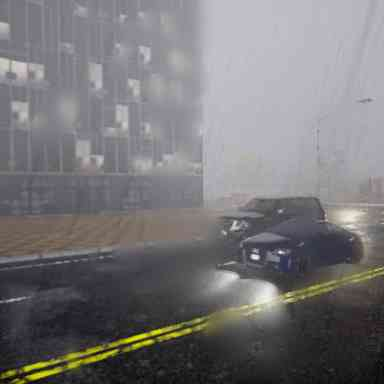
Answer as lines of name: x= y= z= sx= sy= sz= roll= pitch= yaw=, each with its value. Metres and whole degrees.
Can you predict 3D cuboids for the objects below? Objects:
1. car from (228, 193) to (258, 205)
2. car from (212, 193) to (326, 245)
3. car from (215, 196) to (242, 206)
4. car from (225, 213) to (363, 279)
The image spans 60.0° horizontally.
car: x=9.042 y=1.163 z=59.400 sx=2.150 sy=2.045 sz=5.566 roll=-1 pitch=1 yaw=-32
car: x=3.456 y=1.192 z=14.130 sx=5.566 sy=2.045 sz=2.150 roll=0 pitch=0 yaw=-35
car: x=6.258 y=1.505 z=57.713 sx=1.837 sy=1.490 sz=4.892 roll=-1 pitch=1 yaw=-33
car: x=3.305 y=1.541 z=10.030 sx=4.181 sy=1.385 sz=1.994 roll=0 pitch=0 yaw=-35
